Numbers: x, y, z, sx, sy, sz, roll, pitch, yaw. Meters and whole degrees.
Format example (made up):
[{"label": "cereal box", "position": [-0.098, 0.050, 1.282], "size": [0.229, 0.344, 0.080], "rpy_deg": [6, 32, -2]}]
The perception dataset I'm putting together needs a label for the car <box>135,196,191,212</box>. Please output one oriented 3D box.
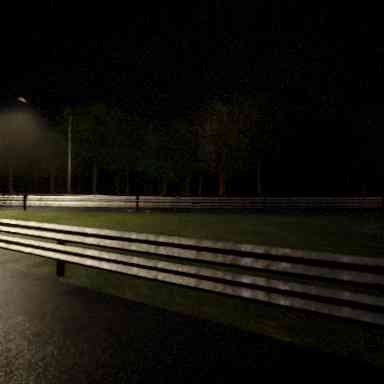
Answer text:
[{"label": "car", "position": [-2.638, 1.088, 31.417], "size": [5.357, 1.411, 2.033], "rpy_deg": [0, 0, 7]}]
